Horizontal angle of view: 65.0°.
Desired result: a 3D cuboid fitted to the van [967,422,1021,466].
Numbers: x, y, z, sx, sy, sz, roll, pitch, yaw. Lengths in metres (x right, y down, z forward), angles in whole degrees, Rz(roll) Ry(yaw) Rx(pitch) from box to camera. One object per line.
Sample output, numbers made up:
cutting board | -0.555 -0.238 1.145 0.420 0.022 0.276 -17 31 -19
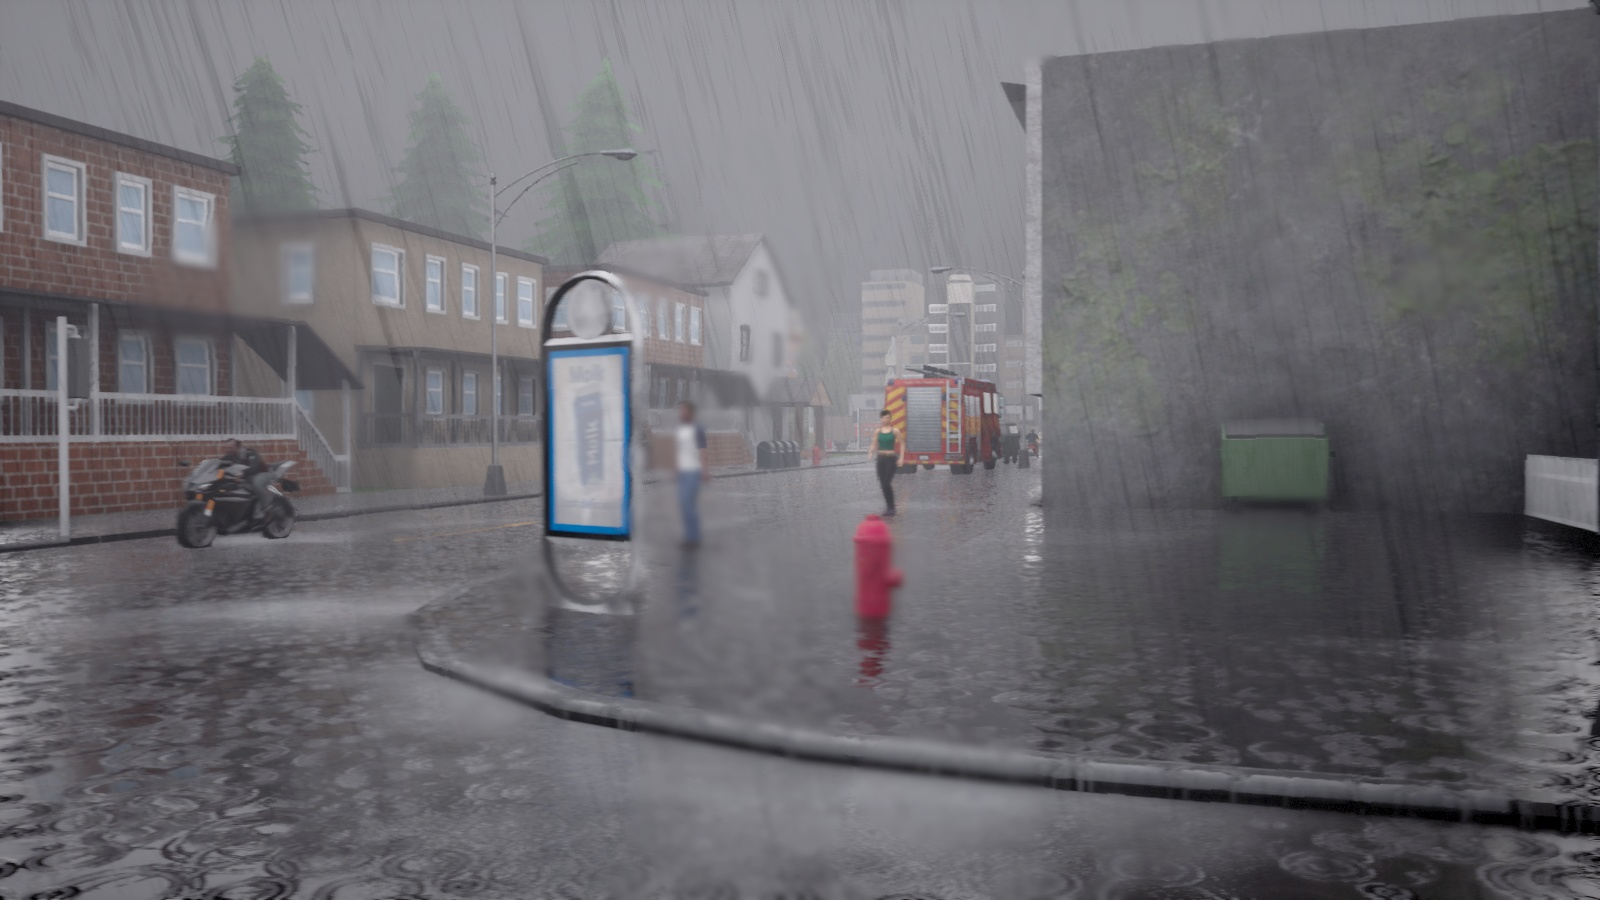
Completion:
van | 9.039 -0.308 58.225 1.775 1.987 4.442 1 1 18

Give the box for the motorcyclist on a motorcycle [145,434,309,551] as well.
motorcyclist on a motorcycle | -8.034 0.550 17.739 0.866 1.530 2.191 1 1 18

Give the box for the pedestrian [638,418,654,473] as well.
pedestrian | -5.158 -0.150 42.079 0.331 1.846 0.634 0 1 15

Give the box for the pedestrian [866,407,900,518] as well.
pedestrian | 1.405 0.205 21.247 0.345 1.836 0.594 1 1 29

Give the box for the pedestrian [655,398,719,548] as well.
pedestrian | -1.414 0.282 15.696 0.706 1.836 0.354 0 1 -35

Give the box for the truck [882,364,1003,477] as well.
truck | 5.519 -1.063 47.129 2.891 3.827 8.468 1 1 18
